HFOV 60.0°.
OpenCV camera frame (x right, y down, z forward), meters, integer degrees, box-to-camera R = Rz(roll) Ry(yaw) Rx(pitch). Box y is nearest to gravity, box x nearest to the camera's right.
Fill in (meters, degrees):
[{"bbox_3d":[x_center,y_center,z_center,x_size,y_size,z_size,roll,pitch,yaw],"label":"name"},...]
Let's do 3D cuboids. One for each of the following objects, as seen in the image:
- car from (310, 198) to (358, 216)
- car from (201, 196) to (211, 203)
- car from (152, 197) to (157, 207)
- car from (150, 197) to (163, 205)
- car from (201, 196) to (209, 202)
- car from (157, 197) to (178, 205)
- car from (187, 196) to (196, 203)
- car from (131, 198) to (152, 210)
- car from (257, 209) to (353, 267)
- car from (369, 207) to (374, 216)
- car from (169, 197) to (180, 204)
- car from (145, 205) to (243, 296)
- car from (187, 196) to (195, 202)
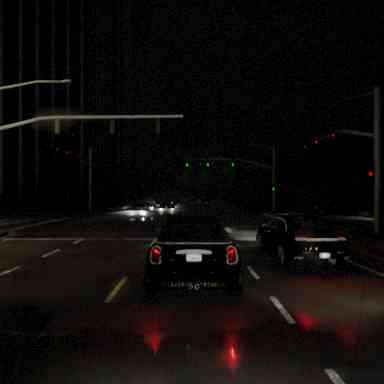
[{"bbox_3d":[14.607,1.532,34.556,4.553,1.767,2.097,0,0,2],"label":"car"},{"bbox_3d":[3.356,1.780,77.703,1.837,1.490,4.892,0,0,0],"label":"car"},{"bbox_3d":[-7.188,1.726,55.546,1.812,1.442,4.674,0,0,0],"label":"car"},{"bbox_3d":[-7.138,1.792,67.745,2.033,1.411,5.357,0,0,0],"label":"car"},{"bbox_3d":[3.337,1.794,87.801,1.882,1.535,5.008,0,0,0],"label":"car"},{"bbox_3d":[-3.689,1.534,50.389,2.097,1.767,4.553,0,0,0],"label":"car"},{"bbox_3d":[-0.144,1.758,77.718,1.882,1.535,5.008,0,0,0],"label":"car"},{"bbox_3d":[-7.184,1.768,46.390,1.895,1.301,4.718,0,0,0],"label":"car"},{"bbox_3d":[3.586,1.534,11.574,2.128,1.511,4.902,0,0,-2],"label":"car"},{"bbox_3d":[19.119,1.672,31.002,4.892,1.490,1.837,0,0,0],"label":"car"},{"bbox_3d":[-3.629,1.792,69.899,2.033,1.411,5.357,0,0,0],"label":"car"},{"bbox_3d":[0.048,1.384,8.937,2.097,1.767,4.553,0,0,0],"label":"car"},{"bbox_3d":[-0.163,1.857,88.068,2.033,1.411,5.357,0,0,0],"label":"car"}]
